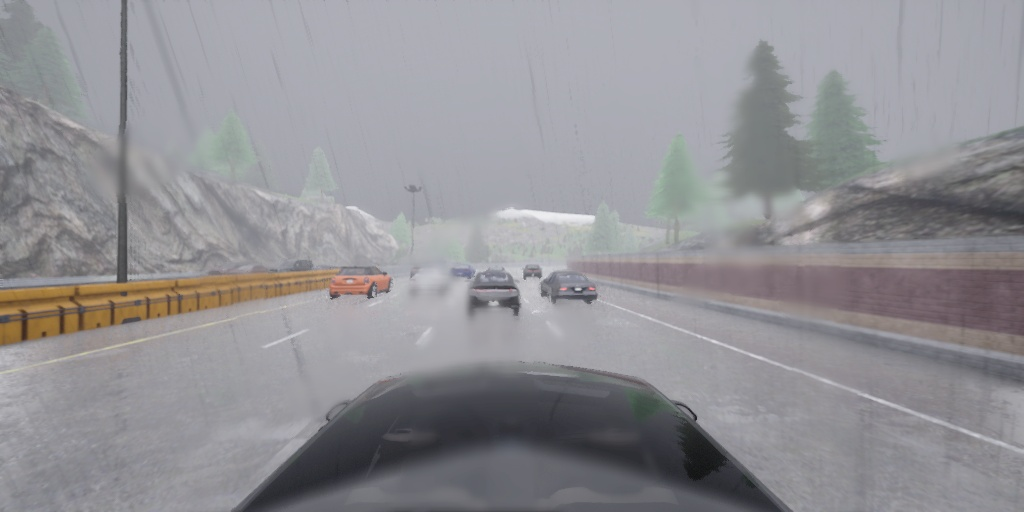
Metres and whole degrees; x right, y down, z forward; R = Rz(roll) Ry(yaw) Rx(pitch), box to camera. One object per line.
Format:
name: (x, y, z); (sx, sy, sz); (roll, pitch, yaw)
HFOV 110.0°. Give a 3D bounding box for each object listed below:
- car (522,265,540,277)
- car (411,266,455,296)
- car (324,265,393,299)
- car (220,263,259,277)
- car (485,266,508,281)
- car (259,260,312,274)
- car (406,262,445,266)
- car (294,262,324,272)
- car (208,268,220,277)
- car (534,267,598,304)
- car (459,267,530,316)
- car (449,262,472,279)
car: (2.109, 1.614, 36.789); (1.837, 1.490, 4.892); (0, 0, 2)
car: (-4.703, 1.491, 21.138); (1.812, 1.442, 4.674); (0, -1, -3)
car: (-8.128, 1.312, 19.751); (2.097, 1.767, 4.553); (0, -1, -4)
car: (-26.102, 1.701, 35.896); (1.812, 1.442, 4.674); (0, -1, 2)
car: (-1.472, 1.705, 35.356); (1.895, 1.301, 4.718); (0, -1, 2)
car: (-22.604, 1.398, 36.848); (2.150, 2.045, 5.566); (0, -1, 2)
car: (-8.437, 1.614, 35.430); (2.128, 1.511, 4.902); (0, -1, 2)
car: (-19.101, 1.651, 36.149); (2.128, 1.511, 4.902); (0, -1, 2)
car: (-29.515, 1.558, 37.990); (2.097, 1.767, 4.553); (0, -1, 3)
car: (2.559, 1.453, 17.339); (2.033, 1.411, 5.357); (0, -1, -4)
car: (-0.719, 1.372, 13.992); (2.128, 1.511, 4.902); (0, -1, -4)
car: (-4.885, 1.608, 37.039); (1.882, 1.535, 5.008); (0, -1, 2)
